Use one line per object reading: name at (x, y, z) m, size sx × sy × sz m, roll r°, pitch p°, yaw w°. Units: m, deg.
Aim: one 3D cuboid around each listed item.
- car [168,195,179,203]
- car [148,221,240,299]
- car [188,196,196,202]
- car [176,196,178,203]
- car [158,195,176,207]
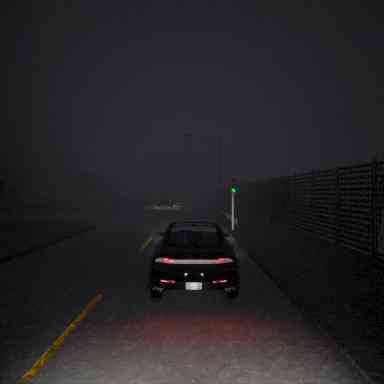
car at (-3.923, 1.478, 71.103) m, size 1.882 × 1.535 × 5.008 m, roll 0°, pitch 0°, yaw 0°
car at (0.057, 1.492, 8.462) m, size 2.128 × 1.511 × 4.902 m, roll 0°, pitch 0°, yaw 1°
car at (0.085, 1.595, 78.313) m, size 1.895 × 1.301 × 4.718 m, roll 0°, pitch 0°, yaw 0°
car at (-4.002, 1.601, 60.668) m, size 1.895 × 1.301 × 4.718 m, roll 0°, pitch 0°, yaw 0°
car at (-4.040, 1.352, 51.301) m, size 2.097 × 1.767 × 4.553 m, roll 0°, pitch 0°, yaw 0°
